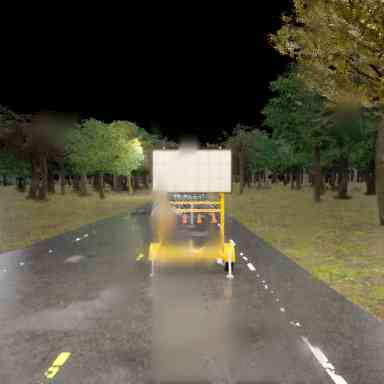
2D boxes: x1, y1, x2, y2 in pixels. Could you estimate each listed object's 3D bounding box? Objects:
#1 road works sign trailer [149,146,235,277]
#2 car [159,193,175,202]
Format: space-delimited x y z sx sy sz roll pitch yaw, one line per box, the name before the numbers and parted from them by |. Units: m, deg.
road works sign trailer | -0.001 0.433 10.069 2.380 3.560 2.880 0 0 0
car | -3.502 0.935 47.222 1.837 1.490 4.892 0 1 0
